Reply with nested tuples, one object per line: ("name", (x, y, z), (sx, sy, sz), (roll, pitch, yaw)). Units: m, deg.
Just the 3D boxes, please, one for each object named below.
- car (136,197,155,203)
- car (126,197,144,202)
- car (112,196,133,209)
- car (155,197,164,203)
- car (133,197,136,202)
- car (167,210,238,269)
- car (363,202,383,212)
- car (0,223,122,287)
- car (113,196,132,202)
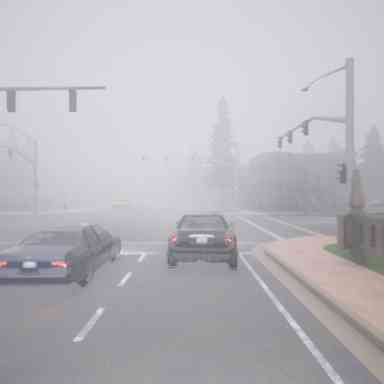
("car", (-11.099, 1.948, 76.466), (1.895, 1.301, 4.718), (0, 0, -35))
("car", (-14.836, 1.845, 86.473), (4.718, 1.301, 1.895), (0, 0, 43))
("car", (-10.328, 1.703, 48.798), (1.882, 1.535, 5.008), (0, 0, -1))
("car", (-8.395, 1.863, 78.715), (1.837, 1.490, 4.892), (0, 0, -35))
("car", (-12.954, 1.653, 64.814), (2.097, 1.767, 4.553), (0, 0, -20))
("car", (0.469, 1.406, 11.592), (2.097, 1.767, 4.553), (0, 0, 5))
("car", (16.520, 1.610, 26.449), (4.902, 1.511, 2.128), (0, 0, 0))
("car", (-3.413, 1.592, 9.516), (2.033, 1.411, 5.357), (0, 0, 0))
("car", (-17.611, 1.807, 84.287), (4.902, 1.511, 2.128), (0, 0, 43))
